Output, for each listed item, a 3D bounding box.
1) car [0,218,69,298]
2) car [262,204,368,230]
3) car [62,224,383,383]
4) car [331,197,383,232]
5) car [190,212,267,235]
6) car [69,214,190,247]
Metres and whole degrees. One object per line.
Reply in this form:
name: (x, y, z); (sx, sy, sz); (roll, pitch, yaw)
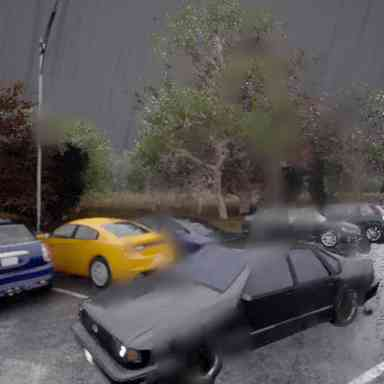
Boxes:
car: (-5.179, 1.359, 7.475); (4.553, 1.767, 2.185); (-1, 0, 35)
car: (4.545, 1.430, 14.307); (4.892, 1.521, 2.231); (-1, -1, 35)
car: (0.963, 1.526, 5.442); (5.357, 1.411, 2.033); (0, 0, -35)
car: (7.023, 1.291, 15.951); (4.553, 1.767, 2.185); (-1, 0, 36)
car: (-0.314, 1.484, 10.899); (4.792, 1.488, 2.163); (-1, -1, 35)
car: (-2.771, 1.469, 9.206); (5.008, 1.535, 2.097); (-1, 0, 35)
